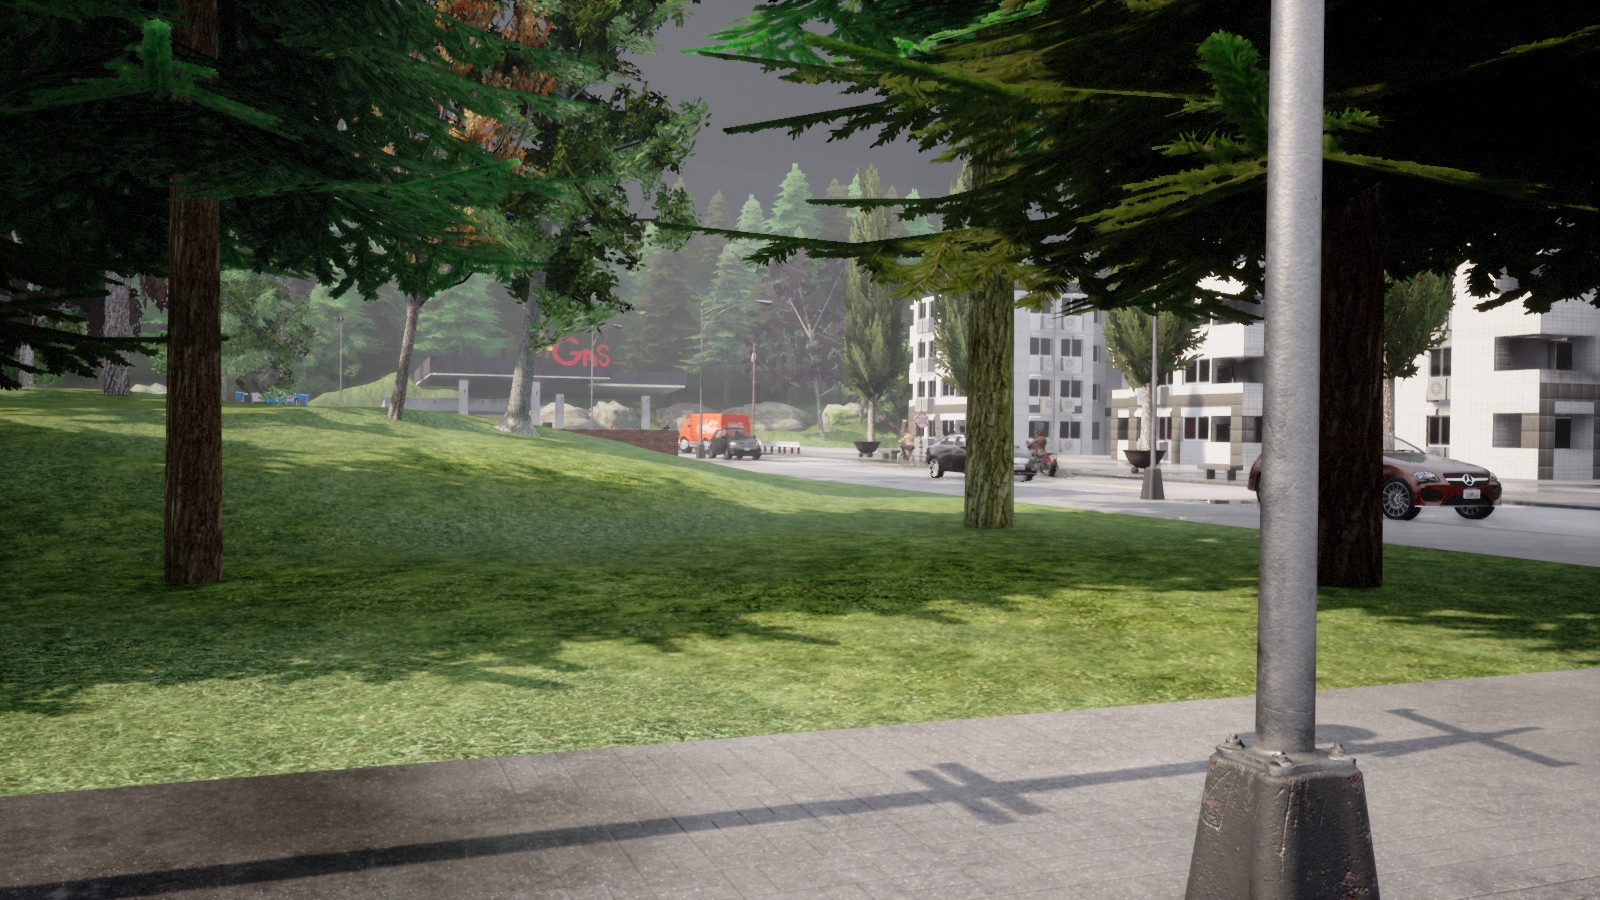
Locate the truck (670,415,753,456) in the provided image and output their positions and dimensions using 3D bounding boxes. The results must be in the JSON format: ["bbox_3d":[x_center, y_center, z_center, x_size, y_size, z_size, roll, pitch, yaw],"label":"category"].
[{"bbox_3d":[-5.507,-0.883,77.286,2.627,2.467,5.204,-1,1,-38],"label":"truck"}]

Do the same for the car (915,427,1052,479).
[{"bbox_3d":[5.680,0.051,39.590,2.128,1.511,4.902,-1,1,-21],"label":"car"}]

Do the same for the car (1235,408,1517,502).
[{"bbox_3d":[11.236,0.051,24.984,2.152,1.651,5.027,-1,1,-21],"label":"car"}]

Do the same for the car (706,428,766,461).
[{"bbox_3d":[-3.264,-0.294,63.150,1.851,1.617,3.988,-1,1,-21],"label":"car"}]

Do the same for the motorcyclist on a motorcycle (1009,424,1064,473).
[{"bbox_3d":[8.272,-0.055,44.032,0.766,1.649,2.350,-1,1,-21],"label":"motorcyclist on a motorcycle"}]
